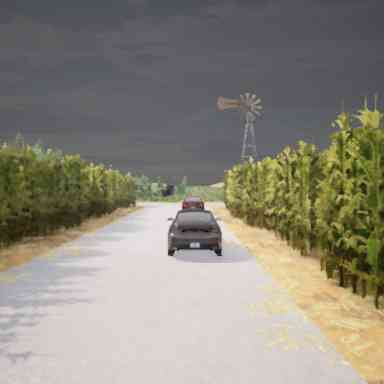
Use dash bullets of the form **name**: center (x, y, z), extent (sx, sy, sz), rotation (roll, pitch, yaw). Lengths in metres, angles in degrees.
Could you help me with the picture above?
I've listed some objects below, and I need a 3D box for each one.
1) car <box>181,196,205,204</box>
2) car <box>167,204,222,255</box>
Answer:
- **car**: center (0.090, 1.095, 28.759), extent (1.882, 1.535, 5.008), rotation (0, 0, 0)
- **car**: center (0.094, 1.398, 12.733), extent (1.837, 1.490, 4.892), rotation (0, 0, 0)
